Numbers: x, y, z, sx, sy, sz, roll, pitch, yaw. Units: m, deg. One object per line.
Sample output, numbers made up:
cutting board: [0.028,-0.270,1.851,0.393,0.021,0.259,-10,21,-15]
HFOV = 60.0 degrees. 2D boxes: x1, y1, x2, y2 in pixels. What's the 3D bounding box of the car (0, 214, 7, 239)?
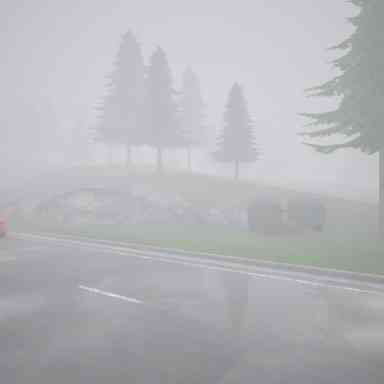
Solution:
car: [-10.997,1.352,16.138,4.553,1.767,2.097,0,0,35]
